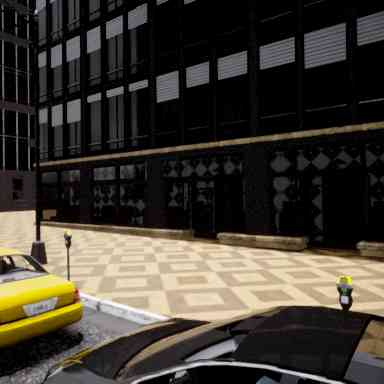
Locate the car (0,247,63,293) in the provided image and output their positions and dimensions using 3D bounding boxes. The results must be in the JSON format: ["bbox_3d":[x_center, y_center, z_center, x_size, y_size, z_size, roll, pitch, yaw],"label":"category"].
[{"bbox_3d":[-3.932,1.527,5.859,4.829,1.417,1.752,0,-1,35],"label":"car"}]

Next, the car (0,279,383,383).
[{"bbox_3d":[0.703,1.566,2.345,4.313,1.339,1.947,0,-1,35],"label":"car"}]
